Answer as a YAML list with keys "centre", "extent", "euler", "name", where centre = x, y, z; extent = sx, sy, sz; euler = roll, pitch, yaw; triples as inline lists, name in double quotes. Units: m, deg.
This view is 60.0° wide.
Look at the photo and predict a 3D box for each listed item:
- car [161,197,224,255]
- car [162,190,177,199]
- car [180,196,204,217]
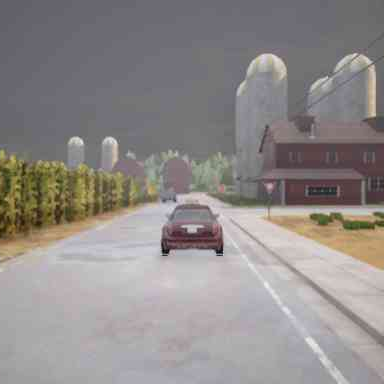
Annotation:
- centre: [0.027, 1.232, 12.839]
  extent: [2.097, 1.767, 4.553]
  euler: [0, 1, 0]
  name: "car"
- centre: [-3.598, 0.726, 53.672]
  extent: [2.150, 2.045, 5.566]
  euler: [0, 0, 0]
  name: "car"
- centre: [0.021, 1.203, 29.270]
  extent: [1.882, 1.535, 5.008]
  euler: [0, 1, 0]
  name: "car"
